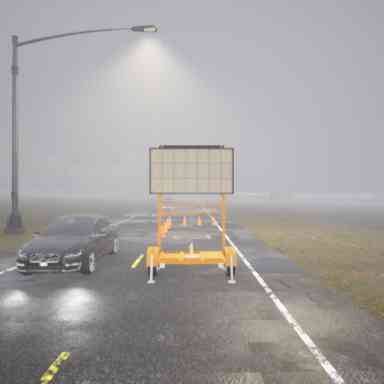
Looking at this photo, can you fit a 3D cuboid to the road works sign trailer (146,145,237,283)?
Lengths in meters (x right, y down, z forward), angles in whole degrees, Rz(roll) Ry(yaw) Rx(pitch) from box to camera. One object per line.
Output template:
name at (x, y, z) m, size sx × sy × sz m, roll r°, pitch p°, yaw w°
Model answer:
road works sign trailer at (-0.010, 0.464, 9.619) m, size 2.380 × 3.560 × 2.880 m, roll 0°, pitch 0°, yaw 0°

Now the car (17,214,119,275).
car at (-3.611, 1.505, 10.513) m, size 1.837 × 1.490 × 4.892 m, roll 0°, pitch 0°, yaw 0°

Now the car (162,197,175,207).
car at (-3.647, 1.546, 52.700) m, size 2.033 × 1.411 × 5.357 m, roll 0°, pitch 0°, yaw 0°
